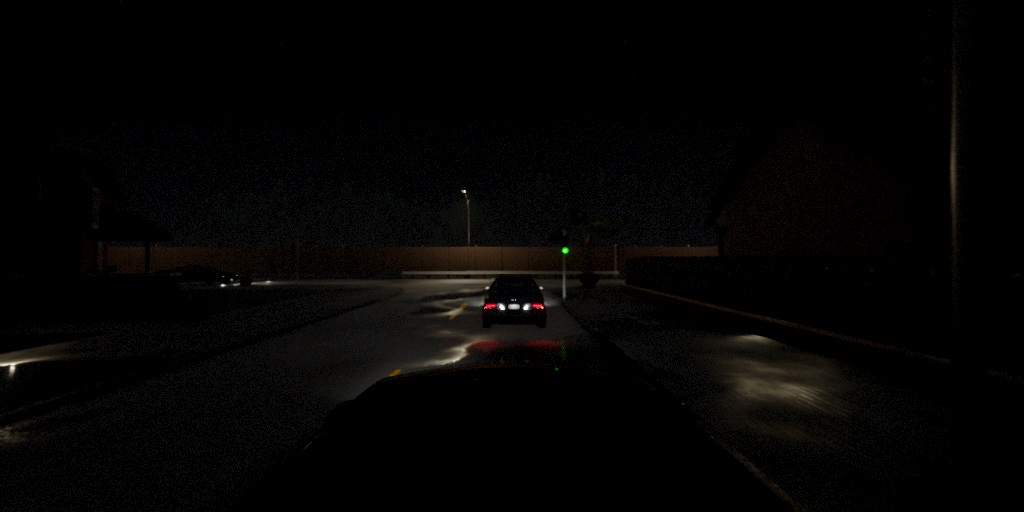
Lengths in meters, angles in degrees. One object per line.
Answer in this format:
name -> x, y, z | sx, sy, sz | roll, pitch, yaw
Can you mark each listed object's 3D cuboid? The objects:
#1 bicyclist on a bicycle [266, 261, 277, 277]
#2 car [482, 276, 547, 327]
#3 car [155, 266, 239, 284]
bicyclist on a bicycle -> -23.984, 1.282, 35.819 | 0.582, 1.620, 1.656 | 0, 0, 0
car -> 0.070, 1.351, 11.663 | 2.033, 1.411, 5.357 | 0, 0, 0
car -> -24.089, 1.435, 27.421 | 5.357, 1.411, 2.033 | 0, 0, 0
